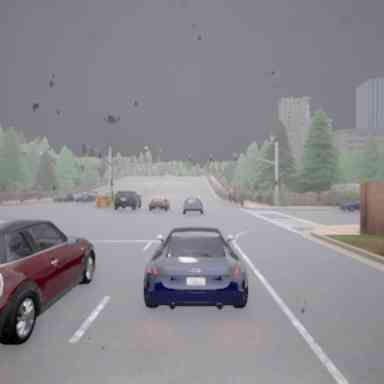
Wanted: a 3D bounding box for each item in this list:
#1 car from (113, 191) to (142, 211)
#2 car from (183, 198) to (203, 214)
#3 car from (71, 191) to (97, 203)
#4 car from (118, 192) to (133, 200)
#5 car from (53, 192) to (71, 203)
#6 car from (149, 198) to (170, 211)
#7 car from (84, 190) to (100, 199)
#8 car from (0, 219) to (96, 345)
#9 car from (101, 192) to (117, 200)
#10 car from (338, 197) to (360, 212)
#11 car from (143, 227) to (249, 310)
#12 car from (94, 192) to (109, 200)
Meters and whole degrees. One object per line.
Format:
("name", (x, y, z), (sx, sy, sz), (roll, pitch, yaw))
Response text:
("car", (-6.896, 0.895, 36.128), (2.150, 2.045, 5.566), (0, 1, 0))
("car", (0.102, 1.260, 31.754), (2.033, 1.411, 5.357), (0, 1, 0))
("car", (-17.558, 1.053, 54.790), (2.033, 1.411, 5.357), (0, 0, 0))
("car", (-14.058, 0.751, 70.348), (2.128, 1.511, 4.902), (0, 2, 0))
("car", (-21.057, 0.856, 54.869), (2.097, 1.767, 4.553), (0, 1, 0))
("car", (-3.397, 1.280, 35.518), (1.895, 1.301, 4.718), (0, 1, 0))
("car", (-21.058, 0.582, 70.306), (2.097, 1.767, 4.553), (0, 2, 0))
("car", (-3.432, 1.293, 6.451), (2.097, 1.767, 4.553), (0, 1, 0))
("car", (-17.558, 0.754, 70.260), (2.128, 1.511, 4.902), (0, 2, 0))
("car", (17.093, 1.226, 33.168), (4.674, 1.442, 1.812), (0, 1, 0))
("car", (0.077, 1.493, 7.749), (1.994, 1.385, 4.181), (0, 1, 0))
("car", (-14.067, 1.010, 54.864), (1.837, 1.490, 4.892), (0, 0, 0))
